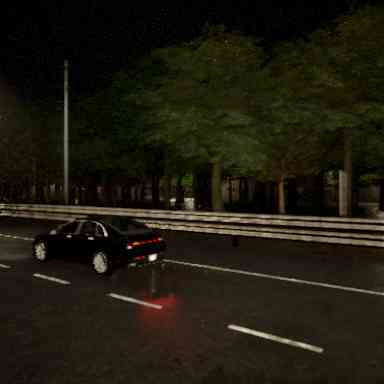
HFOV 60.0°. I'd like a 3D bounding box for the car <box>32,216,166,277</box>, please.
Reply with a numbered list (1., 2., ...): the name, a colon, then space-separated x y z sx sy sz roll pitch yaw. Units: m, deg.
1. car: -3.024 1.507 10.325 4.892 1.490 1.837 0 0 35
